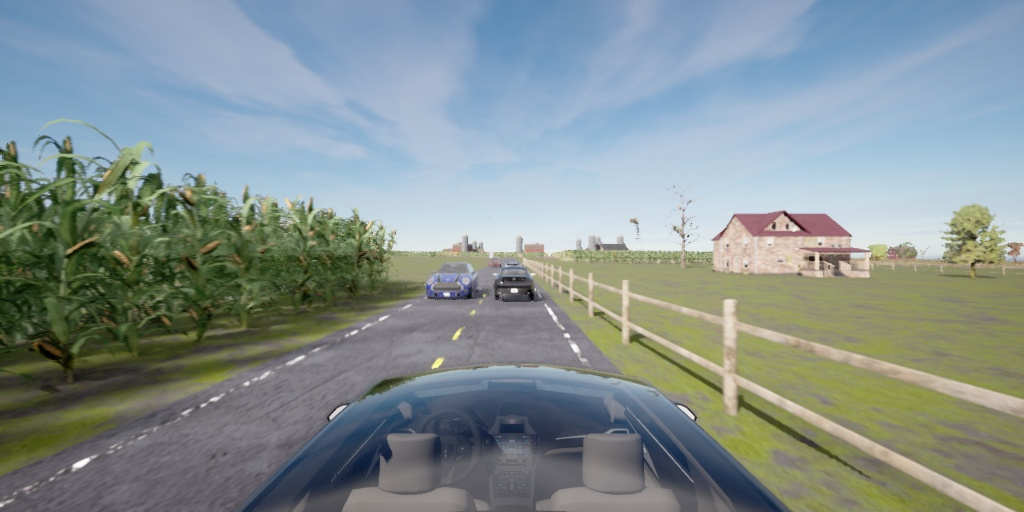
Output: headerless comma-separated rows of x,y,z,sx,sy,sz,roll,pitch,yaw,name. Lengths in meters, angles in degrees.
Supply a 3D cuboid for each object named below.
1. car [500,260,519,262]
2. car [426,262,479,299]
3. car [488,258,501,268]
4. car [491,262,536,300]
0.101,1.219,39.164,2.128,1.511,4.902,0,0,0,car
-2.848,1.098,17.940,2.097,1.767,4.553,0,0,0,car
-2.801,1.049,59.296,2.097,1.767,4.553,0,0,0,car
0.102,1.250,17.835,1.837,1.490,4.892,0,0,0,car
